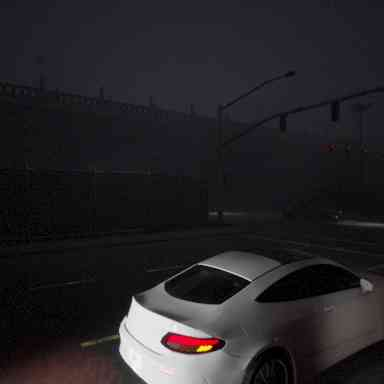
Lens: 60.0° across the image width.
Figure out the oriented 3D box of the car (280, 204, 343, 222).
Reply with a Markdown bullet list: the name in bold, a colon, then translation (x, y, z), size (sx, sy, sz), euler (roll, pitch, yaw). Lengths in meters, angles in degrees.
- **car**: translation (9.679, 1.647, 27.116), size (1.895, 1.301, 4.718), euler (0, 0, -38)

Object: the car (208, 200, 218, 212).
- **car**: translation (1.387, 1.581, 38.382), size (1.812, 1.442, 4.674), euler (0, 0, -35)

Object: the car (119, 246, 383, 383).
- **car**: translation (1.312, 1.526, 4.720), size (4.674, 1.442, 1.812), euler (0, 0, -35)
